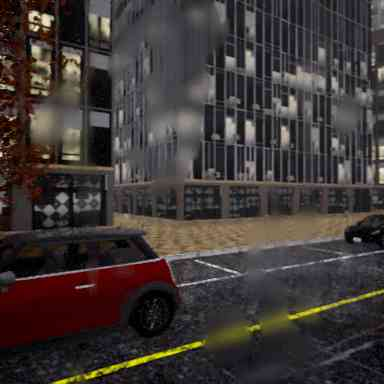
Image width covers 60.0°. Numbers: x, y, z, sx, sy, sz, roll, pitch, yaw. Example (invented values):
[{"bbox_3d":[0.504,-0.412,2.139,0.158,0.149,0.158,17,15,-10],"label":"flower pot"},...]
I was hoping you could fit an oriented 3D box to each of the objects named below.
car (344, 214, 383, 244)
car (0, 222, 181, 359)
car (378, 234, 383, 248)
[{"bbox_3d":[9.021,1.713,15.618,4.313,1.339,1.947,0,0,-32],"label":"car"},{"bbox_3d":[-2.509,1.420,5.298,4.553,1.767,2.097,0,-1,-32],"label":"car"},{"bbox_3d":[6.594,1.611,7.247,5.357,1.411,2.033,0,-1,-32],"label":"car"}]
